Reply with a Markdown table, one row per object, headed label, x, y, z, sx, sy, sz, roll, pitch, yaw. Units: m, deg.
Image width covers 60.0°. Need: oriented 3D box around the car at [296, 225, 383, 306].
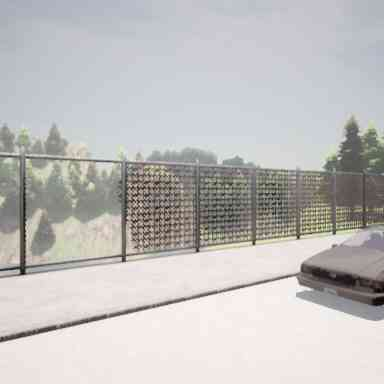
| label | x | y | z | sx | sy | sz | roll | pitch | yaw |
| --- | --- | --- | --- | --- | --- | --- | --- | --- | --- |
| car | 4.874 | 1.537 | 7.944 | 5.357 | 1.411 | 2.033 | 0 | 0 | -34 |
